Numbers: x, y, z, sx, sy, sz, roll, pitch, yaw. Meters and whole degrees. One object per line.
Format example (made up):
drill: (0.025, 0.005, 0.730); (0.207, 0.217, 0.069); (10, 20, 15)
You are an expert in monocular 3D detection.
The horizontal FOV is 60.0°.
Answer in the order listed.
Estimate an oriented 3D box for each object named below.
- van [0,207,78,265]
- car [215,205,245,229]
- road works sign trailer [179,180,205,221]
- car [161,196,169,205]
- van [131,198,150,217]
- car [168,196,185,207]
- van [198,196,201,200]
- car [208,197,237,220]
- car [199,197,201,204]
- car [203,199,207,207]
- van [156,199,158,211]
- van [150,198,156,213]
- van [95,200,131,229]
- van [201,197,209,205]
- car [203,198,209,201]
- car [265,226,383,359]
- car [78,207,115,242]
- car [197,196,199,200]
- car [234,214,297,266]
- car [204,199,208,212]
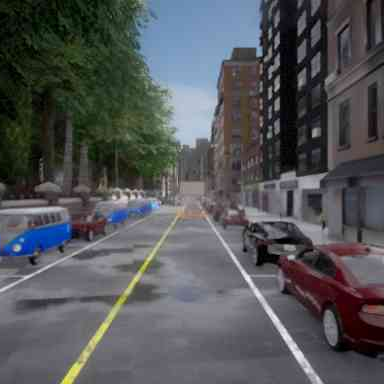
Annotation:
van: (-5.672, 1.452, 11.793); (1.690, 1.788, 3.998); (0, -1, 0)
car: (2.854, 1.793, 23.124); (1.802, 1.307, 4.206); (0, 0, 0)
road works sign trailer: (-0.001, 0.732, 29.748); (2.380, 3.560, 2.880); (0, 0, 0)
car: (-5.673, 1.920, 74.028); (2.192, 1.841, 5.009); (0, 0, 0)
van: (-5.672, 1.647, 34.424); (1.690, 1.788, 3.998); (0, 0, 0)
car: (-3.024, 2.037, 65.044); (2.128, 1.511, 4.902); (0, 0, 1)
van: (2.852, 1.946, 74.068); (1.690, 1.788, 3.998); (0, 0, 0)
car: (2.852, 1.574, 28.786); (2.192, 1.841, 5.009); (0, 0, 0)
car: (2.852, 2.069, 62.746); (1.887, 1.381, 4.507); (0, 0, 0)
car: (2.853, 1.978, 45.765); (1.802, 1.307, 4.206); (0, 0, 0)
van: (-5.673, 1.737, 45.739); (1.690, 1.788, 3.998); (0, 0, 0)
van: (-5.673, 1.693, 40.081); (1.690, 1.788, 3.998); (0, 0, 0)
van: (-5.672, 1.552, 23.108); (1.690, 1.788, 3.998); (0, 0, 0)
van: (2.852, 1.824, 57.087); (1.690, 1.788, 3.998); (0, 0, 0)
car: (2.853, 2.022, 51.426); (1.802, 1.307, 4.206); (0, 0, 0)
car: (2.854, 1.603, 6.144); (1.887, 1.381, 4.507); (0, -1, 0)
car: (-5.672, 1.706, 17.449); (1.887, 1.381, 4.507); (0, -1, 0)
car: (2.852, 2.209, 79.727); (1.947, 1.339, 4.313); (0, 0, 0)
car: (2.854, 1.677, 11.803); (1.947, 1.339, 4.313); (0, -1, 0)
car: (2.853, 1.897, 40.105); (1.887, 1.381, 4.507); (0, 0, 0)
